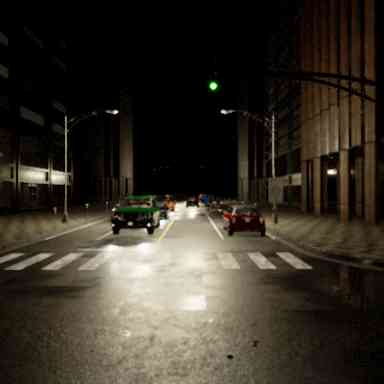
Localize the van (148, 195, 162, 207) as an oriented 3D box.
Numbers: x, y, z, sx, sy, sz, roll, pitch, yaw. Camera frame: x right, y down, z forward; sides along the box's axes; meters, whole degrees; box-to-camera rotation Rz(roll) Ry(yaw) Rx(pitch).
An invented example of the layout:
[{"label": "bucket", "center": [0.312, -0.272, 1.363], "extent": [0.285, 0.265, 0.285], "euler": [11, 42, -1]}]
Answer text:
[{"label": "van", "center": [-5.785, 1.363, 52.001], "extent": [1.690, 1.788, 3.998], "euler": [0, 0, 0]}]

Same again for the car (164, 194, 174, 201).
[{"label": "car", "center": [-5.800, 1.363, 85.658], "extent": [2.192, 1.841, 5.009], "euler": [0, 0, 0]}]

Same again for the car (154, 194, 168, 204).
[{"label": "car", "center": [-5.790, 1.344, 63.219], "extent": [2.192, 1.841, 5.009], "euler": [0, 0, 0]}]

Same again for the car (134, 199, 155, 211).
[{"label": "car", "center": [-5.780, 1.568, 40.782], "extent": [2.008, 1.369, 4.403], "euler": [0, 0, 0]}]

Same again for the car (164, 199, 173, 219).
[{"label": "car", "center": [-3.045, 1.574, 29.266], "extent": [1.994, 1.385, 4.181], "euler": [0, 0, 1]}]

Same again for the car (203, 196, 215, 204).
[{"label": "car", "center": [2.745, 1.567, 40.804], "extent": [1.947, 1.339, 4.313], "euler": [0, 0, 0]}]

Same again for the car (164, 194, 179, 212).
[{"label": "car", "center": [-3.048, 1.364, 39.144], "extent": [2.097, 1.767, 4.553], "euler": [0, 0, 0]}]

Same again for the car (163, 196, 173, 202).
[{"label": "car", "center": [-5.798, 1.594, 80.049], "extent": [2.008, 1.369, 4.403], "euler": [0, 0, 0]}]

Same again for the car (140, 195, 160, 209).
[{"label": "car", "center": [-5.783, 1.334, 46.392], "extent": [2.192, 1.841, 5.009], "euler": [0, 0, 0]}]

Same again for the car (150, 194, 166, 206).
[{"label": "car", "center": [-5.788, 1.340, 57.611], "extent": [2.192, 1.841, 5.009], "euler": [0, 0, 0]}]

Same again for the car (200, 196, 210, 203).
[{"label": "car", "center": [2.732, 1.582, 68.849], "extent": [1.947, 1.339, 4.313], "euler": [0, 0, 0]}]

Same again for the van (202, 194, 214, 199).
[{"label": "van", "center": [2.740, 1.346, 52.022], "extent": [1.690, 1.788, 3.998], "euler": [0, 0, 0]}]

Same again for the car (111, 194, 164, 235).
[{"label": "car", "center": [-3.082, 1.230, 19.394], "extent": [2.150, 2.045, 5.566], "euler": [0, 0, 0]}]

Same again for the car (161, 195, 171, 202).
[{"label": "car", "center": [-5.795, 1.478, 74.439], "extent": [1.967, 1.590, 4.097], "euler": [0, 0, 0]}]

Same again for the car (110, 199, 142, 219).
[{"label": "car", "center": [-5.775, 1.455, 29.564], "extent": [1.967, 1.590, 4.097], "euler": [0, 0, 0]}]

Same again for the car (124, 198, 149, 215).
[{"label": "car", "center": [-5.778, 1.456, 35.173], "extent": [1.967, 1.590, 4.097], "euler": [0, 0, 0]}]

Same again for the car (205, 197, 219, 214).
[{"label": "car", "center": [2.747, 1.550, 35.195], "extent": [2.008, 1.369, 4.403], "euler": [0, 0, 0]}]

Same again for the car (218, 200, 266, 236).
[{"label": "car", "center": [2.755, 1.437, 18.368], "extent": [1.967, 1.590, 4.097], "euler": [0, 0, 0]}]

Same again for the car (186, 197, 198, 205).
[{"label": "car", "center": [-0.025, 1.563, 59.724], "extent": [2.033, 1.411, 5.357], "euler": [0, 0, 0]}]

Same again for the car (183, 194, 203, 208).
[{"label": "car", "center": [0.075, 1.499, 47.803], "extent": [2.128, 1.511, 4.902], "euler": [0, 0, 0]}]
